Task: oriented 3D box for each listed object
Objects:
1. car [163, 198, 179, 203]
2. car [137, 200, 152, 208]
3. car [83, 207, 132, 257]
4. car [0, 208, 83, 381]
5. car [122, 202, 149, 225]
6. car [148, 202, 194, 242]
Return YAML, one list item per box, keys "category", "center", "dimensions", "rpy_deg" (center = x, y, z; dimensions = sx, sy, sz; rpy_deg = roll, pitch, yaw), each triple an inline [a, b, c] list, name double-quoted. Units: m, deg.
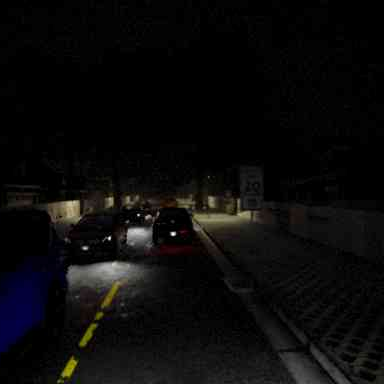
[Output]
- category: "car"
  center: [-2.753, 1.475, 42.595]
  dimensions: [1.882, 1.535, 5.008]
  rpy_deg: [-1, 0, -4]
- category: "car"
  center: [-5.089, 1.588, 34.513]
  dimensions: [2.033, 1.411, 5.357]
  rpy_deg: [-1, 0, -4]
- category: "car"
  center: [-3.668, 1.566, 13.228]
  dimensions: [1.812, 1.442, 4.674]
  rpy_deg: [-1, 0, -4]
- category: "car"
  center: [-3.008, 1.266, 3.446]
  dimensions: [2.150, 2.045, 5.566]
  rpy_deg: [-1, 0, -4]
- category: "car"
  center: [-4.433, 1.640, 24.396]
  dimensions: [1.895, 1.301, 4.718]
  rpy_deg: [-1, 0, -4]
- category: "car"
  center: [-0.952, 1.497, 16.378]
  dimensions: [1.837, 1.490, 4.892]
  rpy_deg: [-1, 0, -4]
